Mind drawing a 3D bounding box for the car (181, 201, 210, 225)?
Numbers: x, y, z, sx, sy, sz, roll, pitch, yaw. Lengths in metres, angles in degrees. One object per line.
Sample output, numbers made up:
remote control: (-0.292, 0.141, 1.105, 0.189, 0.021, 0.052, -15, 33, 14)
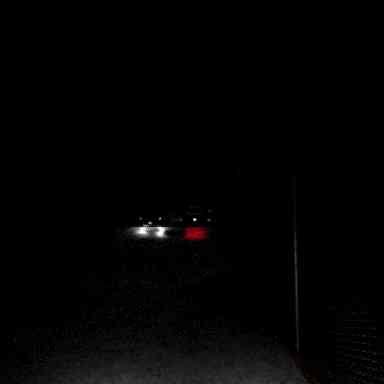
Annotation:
car: (0.253, 1.667, 25.448, 1.837, 1.490, 4.892, 0, 0, 1)

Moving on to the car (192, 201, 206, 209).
car: (1.413, 2.510, 66.050, 2.033, 1.411, 5.357, 0, -2, 10)

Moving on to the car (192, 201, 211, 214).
car: (1.246, 1.912, 42.940, 2.128, 1.511, 4.902, 0, -1, 5)

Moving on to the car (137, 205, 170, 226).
car: (-2.722, 1.701, 24.791, 2.033, 1.411, 5.357, 0, -1, 1)
